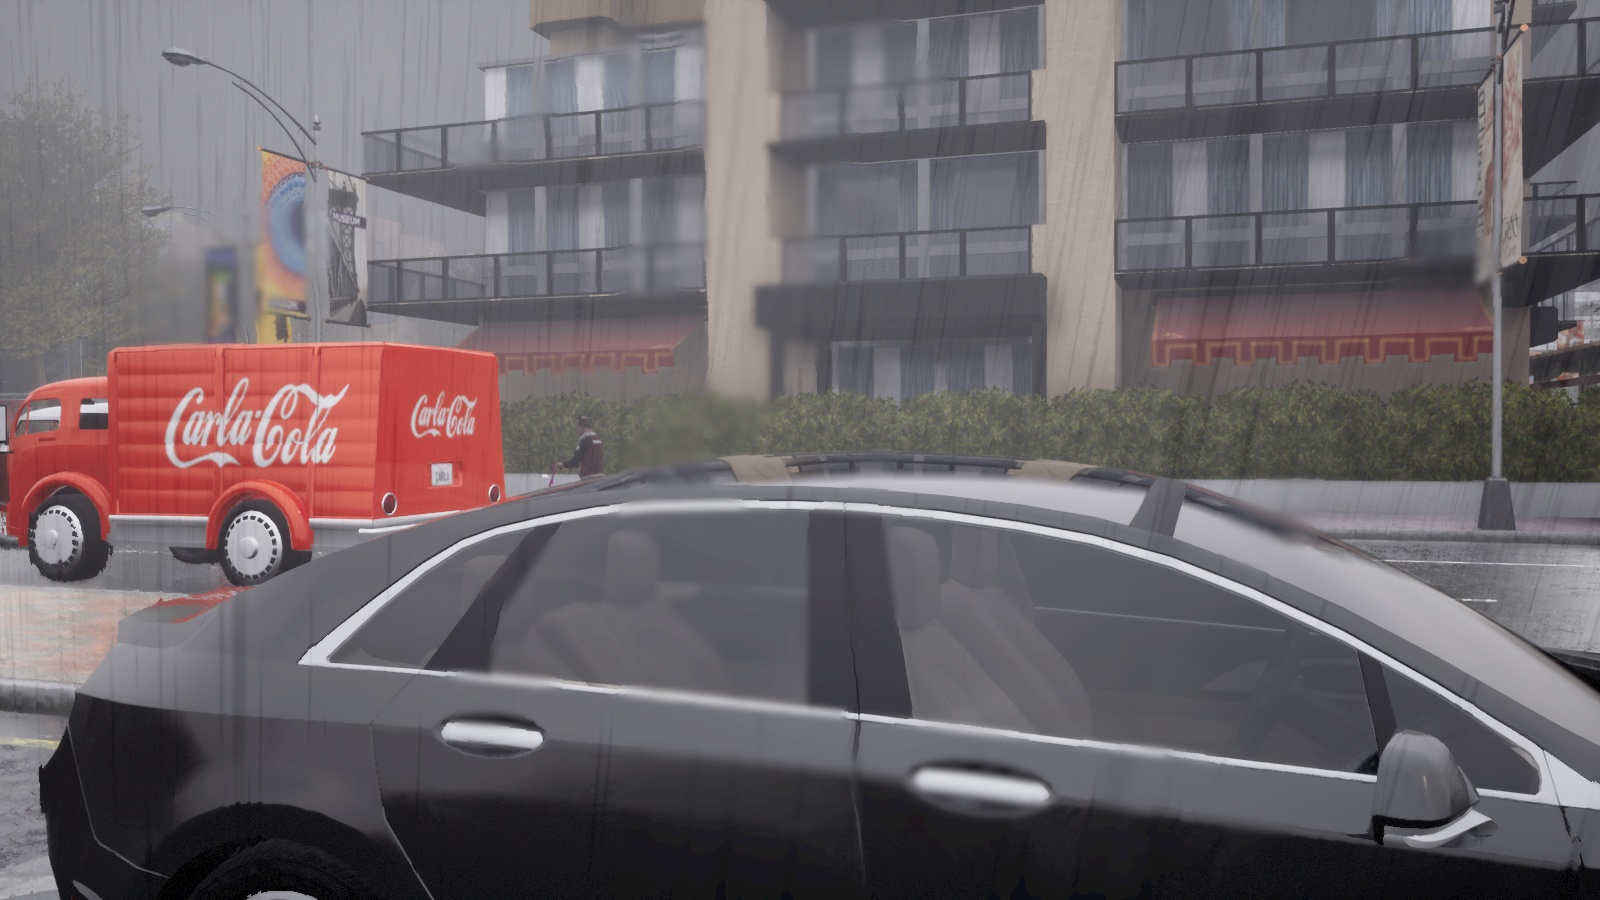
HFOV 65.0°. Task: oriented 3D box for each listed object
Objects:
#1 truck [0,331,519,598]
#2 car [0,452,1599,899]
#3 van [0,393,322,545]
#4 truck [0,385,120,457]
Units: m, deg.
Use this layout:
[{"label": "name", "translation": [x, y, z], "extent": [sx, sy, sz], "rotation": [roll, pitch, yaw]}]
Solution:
[{"label": "truck", "translation": [-6.038, 0.098, 13.653], "extent": [5.204, 2.467, 2.627], "rotation": [0, 1, 19]}, {"label": "car", "translation": [0.540, 0.785, 3.011], "extent": [4.892, 1.490, 1.837], "rotation": [1, 1, 19]}, {"label": "van", "translation": [-9.596, 0.218, 18.508], "extent": [4.480, 2.038, 2.069], "rotation": [1, 1, 19]}, {"label": "truck", "translation": [-42.201, -1.612, 69.671], "extent": [8.468, 3.827, 2.891], "rotation": [1, 1, 19]}]
